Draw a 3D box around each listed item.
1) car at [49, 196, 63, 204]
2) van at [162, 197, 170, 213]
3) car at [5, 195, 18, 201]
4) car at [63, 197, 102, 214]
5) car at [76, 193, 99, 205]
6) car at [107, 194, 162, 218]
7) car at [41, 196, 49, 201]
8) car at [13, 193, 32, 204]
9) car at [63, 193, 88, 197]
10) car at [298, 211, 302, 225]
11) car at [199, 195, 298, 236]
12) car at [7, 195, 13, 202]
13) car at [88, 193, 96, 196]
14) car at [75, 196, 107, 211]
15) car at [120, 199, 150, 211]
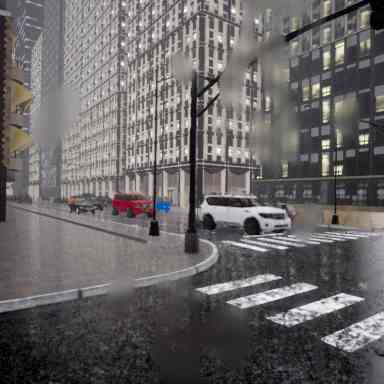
[{"bbox_3d":[-24.196,1.504,61.610,2.033,1.411,5.357,1,-1,-38],"label":"car"},{"bbox_3d":[-4.076,1.382,37.746,1.690,1.788,3.998,1,-1,-35],"label":"van"},{"bbox_3d":[-40.358,1.378,74.329,2.008,1.369,4.403,1,-1,-35],"label":"car"},{"bbox_3d":[-10.909,1.427,32.890,2.008,1.369,4.403,1,-1,-35],"label":"car"},{"bbox_3d":[-18.558,1.249,58.845,2.150,2.045,5.566,1,-1,-35],"label":"car"},{"bbox_3d":[-5.232,1.160,29.379,2.150,2.045,5.566,1,-1,-35],"label":"car"},{"bbox_3d":[-36.801,1.571,83.786,1.802,1.307,4.206,1,-1,-35],"label":"car"},{"bbox_3d":[-30.538,1.155,60.518,2.192,1.841,5.009,1,-1,-35],"label":"car"},{"bbox_3d":[-18.743,1.317,53.904,2.097,1.767,4.553,1,-1,-36],"label":"car"},{"bbox_3d":[5.739,1.505,23.932,1.967,1.590,4.097,1,-1,-35],"label":"car"},{"bbox_3d":[2.708,1.181,18.480,2.150,2.045,5.566,1,-1,-38],"label":"car"},{"bbox_3d":[-37.086,1.397,69.724,1.947,1.339,4.313,1,-1,-35],"label":"car"},{"bbox_3d":[-14.465,1.380,53.093,2.097,1.767,4.553,1,-1,-35],"label":"car"},{"bbox_3d":[-11.696,1.485,38.478,1.994,1.385,4.181,1,-1,-36],"label":"car"},{"bbox_3d":[-7.351,1.584,42.348,2.008,1.369,4.403,1,-1,-35],"label":"car"}]
